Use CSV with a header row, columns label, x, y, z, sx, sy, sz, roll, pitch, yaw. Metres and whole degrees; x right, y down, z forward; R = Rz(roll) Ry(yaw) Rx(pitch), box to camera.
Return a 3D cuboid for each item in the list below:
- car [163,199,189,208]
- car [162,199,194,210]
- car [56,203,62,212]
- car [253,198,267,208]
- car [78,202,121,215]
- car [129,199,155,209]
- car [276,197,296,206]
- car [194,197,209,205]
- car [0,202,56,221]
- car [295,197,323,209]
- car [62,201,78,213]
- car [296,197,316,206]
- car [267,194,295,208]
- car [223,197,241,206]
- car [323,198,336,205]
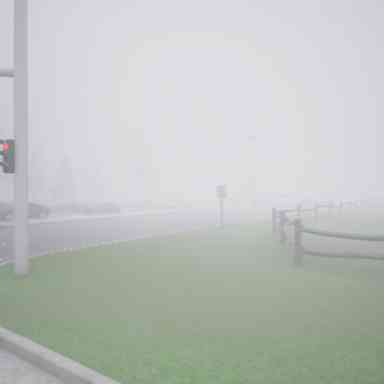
label,x,y,z,sx,sy,sz,roll,pitch,yaw
car,-2.549,1.789,52.821,1.994,1.385,4.181,0,0,35
car,-2.228,1.728,47.195,1.812,1.442,4.674,0,0,35
car,-15.210,1.811,40.836,1.994,1.385,4.181,0,0,34
car,11.228,1.638,52.157,2.128,1.511,4.902,0,0,36
car,-9.786,1.763,36.373,1.994,1.385,4.181,0,0,34
car,-7.716,1.810,51.556,1.994,1.385,4.181,0,0,35
car,17.189,1.625,60.472,1.882,1.535,5.008,0,0,36
car,1.371,1.646,64.273,1.882,1.535,5.008,0,0,36
car,-14.877,1.702,29.056,1.837,1.490,4.892,0,0,35
car,17.025,1.663,48.226,1.994,1.385,4.181,0,0,36
car,-12.251,1.824,38.948,1.895,1.301,4.718,0,0,35
car,20.008,1.601,58.398,1.882,1.535,5.008,0,0,36
car,13.901,1.344,49.878,2.150,2.045,5.566,0,0,38
car,7.033,1.706,60.155,2.128,1.511,4.902,0,0,36
car,22.827,1.647,56.322,2.033,1.411,5.357,0,0,36
